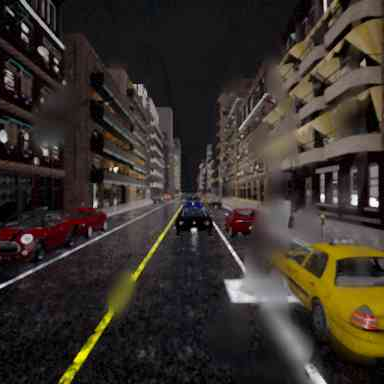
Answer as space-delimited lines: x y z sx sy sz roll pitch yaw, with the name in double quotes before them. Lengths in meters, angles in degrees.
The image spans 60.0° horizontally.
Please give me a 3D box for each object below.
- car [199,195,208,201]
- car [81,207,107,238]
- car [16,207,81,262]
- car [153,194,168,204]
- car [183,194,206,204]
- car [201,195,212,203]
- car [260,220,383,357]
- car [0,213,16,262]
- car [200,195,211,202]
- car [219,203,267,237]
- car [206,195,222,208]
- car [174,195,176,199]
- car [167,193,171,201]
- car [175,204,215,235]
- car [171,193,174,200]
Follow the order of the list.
"car" 2.738 1.337 79.308 1.802 1.307 4.206 0 0 0
"car" -5.679 1.492 17.319 1.887 1.381 4.507 0 0 0
"car" -5.682 1.405 11.682 1.967 1.590 4.097 0 0 0
"car" -5.656 1.377 56.772 2.008 1.369 4.403 0 0 0
"car" 0.121 1.243 36.056 2.097 1.767 4.553 0 0 0
"car" 2.729 1.333 62.569 1.752 1.417 4.829 0 0 0
"car" 2.695 1.507 6.208 1.752 1.417 4.829 0 0 0
"car" -5.685 1.296 6.046 2.192 1.841 5.009 0 0 0
"car" 2.731 1.357 68.036 1.947 1.339 4.313 0 0 0
"car" 2.701 1.493 17.310 1.887 1.381 4.507 0 0 0
"car" 2.715 1.430 39.854 2.008 1.369 4.403 0 0 0
"car" -5.639 1.052 84.953 2.192 1.841 5.009 0 0 0
"car" -5.653 1.359 62.409 2.008 1.369 4.403 0 0 0
"car" 0.110 1.545 18.508 1.895 1.301 4.718 0 0 0
"car" -5.646 1.317 73.681 1.887 1.381 4.507 0 0 0
